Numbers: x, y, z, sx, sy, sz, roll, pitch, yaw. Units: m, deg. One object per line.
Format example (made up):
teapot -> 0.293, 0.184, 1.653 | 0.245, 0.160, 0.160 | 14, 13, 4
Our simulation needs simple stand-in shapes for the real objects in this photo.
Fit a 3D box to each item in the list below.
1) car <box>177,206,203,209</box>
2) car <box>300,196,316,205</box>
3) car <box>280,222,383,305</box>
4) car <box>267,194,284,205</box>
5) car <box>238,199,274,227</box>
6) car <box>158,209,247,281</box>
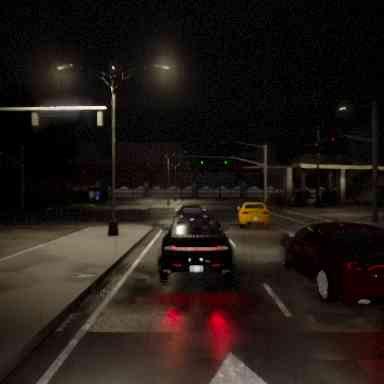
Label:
car -> -0.105, 1.533, 20.920 | 1.994, 1.385, 4.181 | 0, 0, -5
car -> 18.954, 1.375, 53.987 | 1.970, 1.475, 3.806 | 0, 0, 0
car -> 3.598, 1.465, 8.188 | 1.882, 1.535, 5.008 | 0, 0, 0
car -> 13.209, 1.215, 53.224 | 2.242, 1.667, 4.611 | 0, 0, 0
car -> 4.174, 1.443, 22.605 | 1.882, 1.535, 5.008 | 0, 0, 7
car -> 0.100, 1.478, 9.797 | 2.128, 1.511, 4.902 | 0, 0, 0
